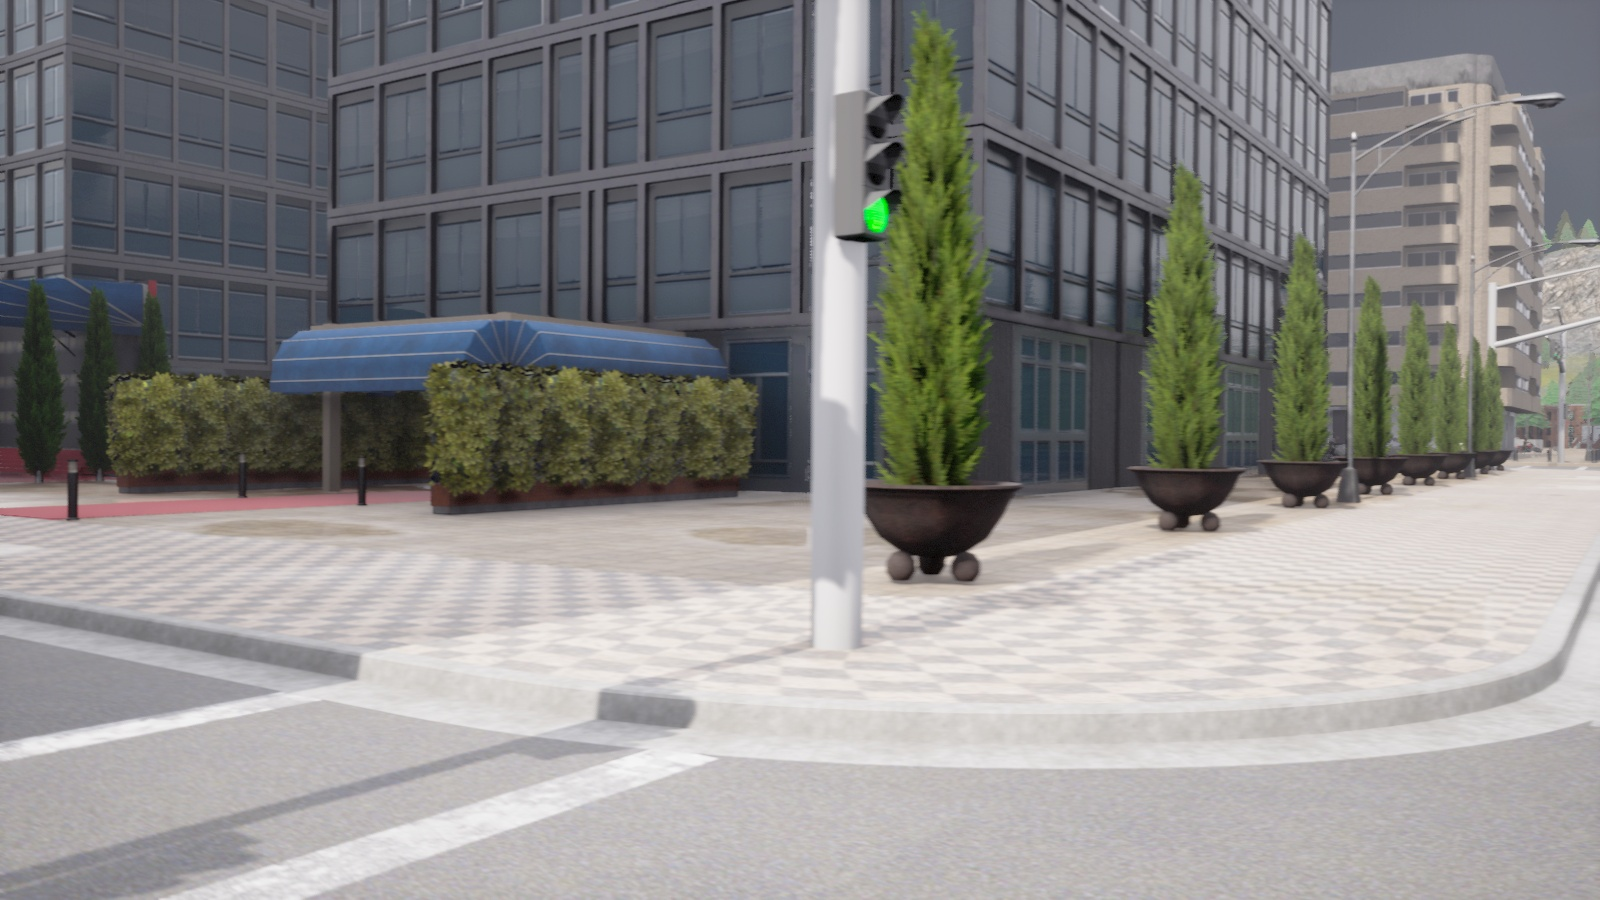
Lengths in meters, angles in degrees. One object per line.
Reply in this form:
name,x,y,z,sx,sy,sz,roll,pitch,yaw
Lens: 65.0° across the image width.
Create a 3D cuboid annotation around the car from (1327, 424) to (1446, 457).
car,28.146,-0.446,60.283,4.902,1.511,2.128,0,1,34
